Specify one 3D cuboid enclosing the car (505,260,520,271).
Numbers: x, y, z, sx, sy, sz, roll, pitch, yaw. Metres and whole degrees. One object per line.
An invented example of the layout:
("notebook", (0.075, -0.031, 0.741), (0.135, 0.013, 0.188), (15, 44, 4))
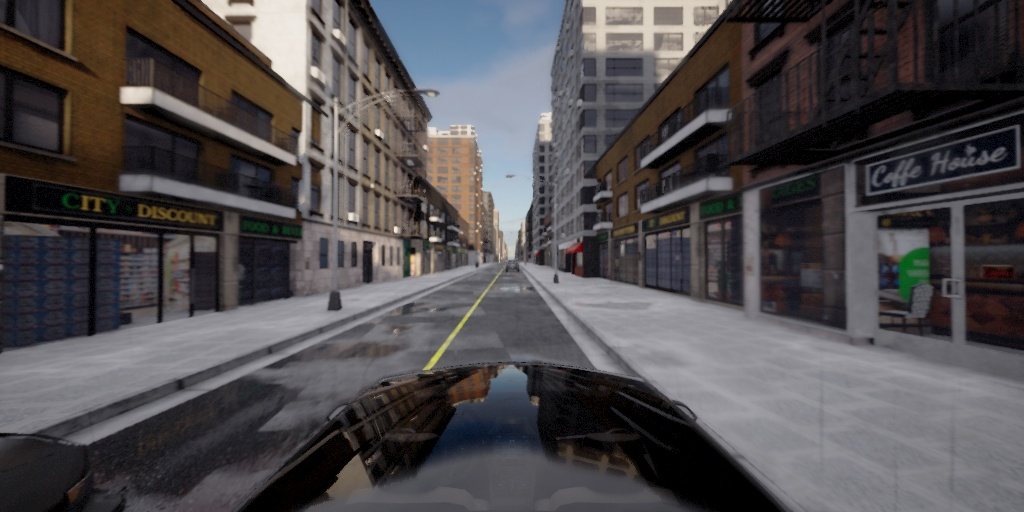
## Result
("car", (0.083, 1.384, 51.060), (2.128, 1.511, 4.902), (0, 0, 0))
